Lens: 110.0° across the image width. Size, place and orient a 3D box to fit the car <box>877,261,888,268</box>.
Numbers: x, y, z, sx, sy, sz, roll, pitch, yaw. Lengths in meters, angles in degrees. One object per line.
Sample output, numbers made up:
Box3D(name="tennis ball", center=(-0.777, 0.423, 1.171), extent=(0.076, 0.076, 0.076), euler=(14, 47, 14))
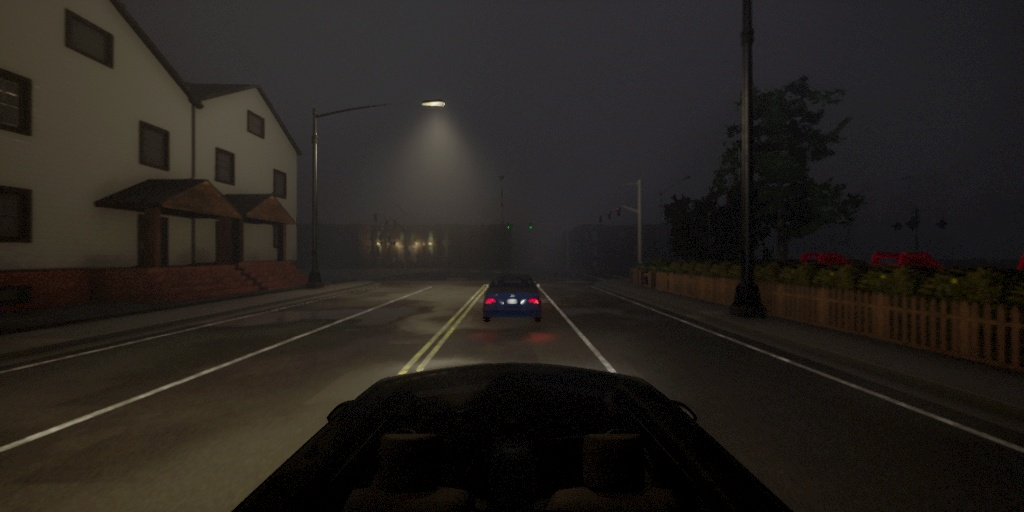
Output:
Box3D(name="car", center=(41.303, 1.258, 39.079), extent=(4.902, 1.511, 2.128), euler=(0, 0, 0))

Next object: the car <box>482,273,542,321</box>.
Box3D(name="car", center=(0.022, 1.303, 12.423), extent=(2.033, 1.411, 5.357), euler=(0, 0, 0))

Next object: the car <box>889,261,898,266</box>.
Box3D(name="car", center=(40.879, 1.116, 35.535), extent=(4.553, 1.767, 2.097), euler=(0, 0, 0))
